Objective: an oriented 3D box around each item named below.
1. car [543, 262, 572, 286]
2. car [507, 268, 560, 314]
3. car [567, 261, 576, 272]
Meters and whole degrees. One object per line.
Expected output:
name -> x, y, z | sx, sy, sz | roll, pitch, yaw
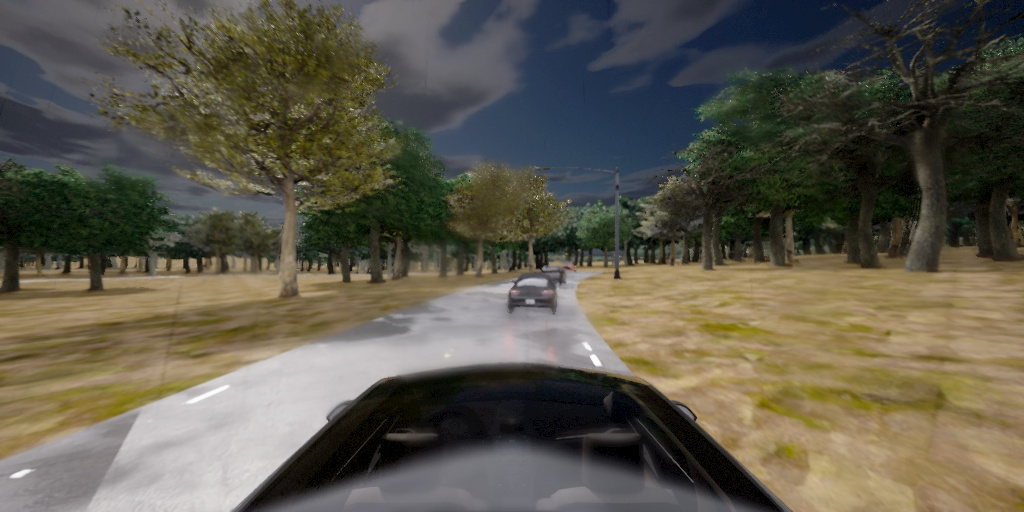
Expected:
car -> 3.281, 1.502, 28.509 | 2.128, 1.511, 4.902 | 0, 0, 13
car -> 0.925, 1.418, 14.612 | 1.812, 1.442, 4.674 | 0, 0, 7
car -> 9.003, 1.645, 57.056 | 2.097, 1.767, 4.553 | 0, -2, 15
